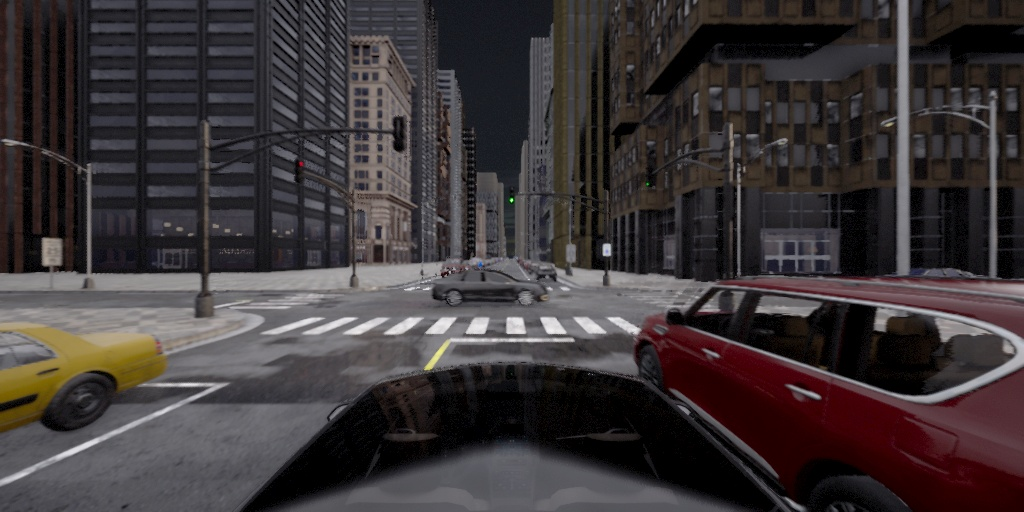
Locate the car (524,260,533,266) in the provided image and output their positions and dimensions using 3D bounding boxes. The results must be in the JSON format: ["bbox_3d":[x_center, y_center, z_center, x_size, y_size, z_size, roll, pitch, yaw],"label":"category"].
[{"bbox_3d":[2.749,1.417,41.427,2.007,1.370,4.403,0,0,0],"label":"car"}]

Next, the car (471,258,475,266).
[{"bbox_3d":[-5.776,1.306,41.415,1.967,1.591,4.097,0,0,0],"label":"car"}]

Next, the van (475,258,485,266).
[{"bbox_3d":[-5.781,1.261,58.336,1.690,1.789,3.998,0,0,0],"label":"van"}]

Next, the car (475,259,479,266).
[{"bbox_3d":[-5.778,1.450,47.056,1.948,1.339,4.313,0,0,0],"label":"car"}]

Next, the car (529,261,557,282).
[{"bbox_3d":[2.753,1.383,30.146,2.007,1.370,4.403,0,0,0],"label":"car"}]

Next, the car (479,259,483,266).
[{"bbox_3d":[-5.779,1.484,52.696,1.802,1.307,4.207,0,0,0],"label":"car"}]

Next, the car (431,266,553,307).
[{"bbox_3d":[-0.931,1.328,15.172,4.892,1.490,1.837,0,0,0],"label":"car"}]

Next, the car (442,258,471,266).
[{"bbox_3d":[-5.774,1.164,35.774,2.192,1.841,5.009,0,0,0],"label":"car"}]

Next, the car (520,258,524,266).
[{"bbox_3d":[2.744,1.360,58.348,1.967,1.591,4.097,0,0,0],"label":"car"}]

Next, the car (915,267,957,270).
[{"bbox_3d":[21.195,1.292,18.371,5.357,1.411,2.033,0,0,0],"label":"car"}]

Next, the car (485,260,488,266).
[{"bbox_3d":[-5.783,1.379,63.977,1.967,1.591,4.097,0,0,0],"label":"car"}]

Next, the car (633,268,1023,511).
[{"bbox_3d":[2.762,1.069,3.172,2.192,1.841,5.009,0,0,0],"label":"car"}]

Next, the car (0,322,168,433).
[{"bbox_3d":[-5.763,1.279,2.989,1.751,1.417,4.829,0,0,0],"label":"car"}]
